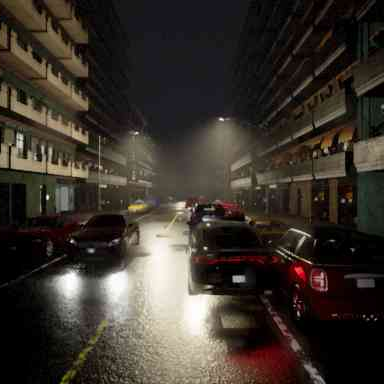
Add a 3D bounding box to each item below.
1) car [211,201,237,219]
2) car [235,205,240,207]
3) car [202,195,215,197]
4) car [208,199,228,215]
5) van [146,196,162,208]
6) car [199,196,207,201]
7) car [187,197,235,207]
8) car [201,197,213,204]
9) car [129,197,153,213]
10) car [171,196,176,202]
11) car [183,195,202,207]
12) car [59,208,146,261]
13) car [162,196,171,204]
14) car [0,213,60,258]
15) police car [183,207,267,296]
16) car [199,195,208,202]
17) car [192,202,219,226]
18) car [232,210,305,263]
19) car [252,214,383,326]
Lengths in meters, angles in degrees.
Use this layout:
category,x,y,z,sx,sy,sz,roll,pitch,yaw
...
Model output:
category,x,y,z,sx,sy,sz,roll,pitch,yaw
car,2.738,1.556,29.744,1.887,1.381,4.507,0,0,0
car,2.728,1.553,24.078,1.887,1.381,4.507,0,0,0
car,2.775,1.362,52.386,2.192,1.841,5.009,0,0,0
car,2.747,1.542,35.572,1.752,1.417,4.829,0,0,0
van,-5.614,1.375,46.763,1.690,1.788,3.998,0,0,0
car,2.834,1.710,86.354,1.947,1.339,4.313,0,0,0
car,0.930,1.357,18.691,2.097,1.767,4.553,0,0,0
car,2.796,1.625,63.709,2.008,1.369,4.403,0,0,0
car,-5.633,1.542,35.269,1.752,1.417,4.829,0,0,0
car,-5.556,1.649,80.564,1.752,1.417,4.829,0,0,0
car,0.110,1.510,45.606,1.882,1.535,5.008,0,0,1
car,-3.081,1.528,12.495,1.812,1.442,4.674,0,0,0
car,-5.585,1.514,63.748,1.967,1.590,4.097,0,0,0
car,-5.671,1.548,12.790,1.887,1.381,4.507,0,0,0
police car,0.814,1.426,8.811,1.930,1.638,5.238,0,0,-1
car,2.824,1.564,80.695,1.967,1.590,4.097,0,0,0
car,0.877,1.534,24.717,1.812,1.442,4.674,0,0,0
car,2.709,1.528,12.923,1.752,1.417,4.829,0,0,0
car,2.699,1.440,7.091,1.967,1.590,4.097,0,0,0
